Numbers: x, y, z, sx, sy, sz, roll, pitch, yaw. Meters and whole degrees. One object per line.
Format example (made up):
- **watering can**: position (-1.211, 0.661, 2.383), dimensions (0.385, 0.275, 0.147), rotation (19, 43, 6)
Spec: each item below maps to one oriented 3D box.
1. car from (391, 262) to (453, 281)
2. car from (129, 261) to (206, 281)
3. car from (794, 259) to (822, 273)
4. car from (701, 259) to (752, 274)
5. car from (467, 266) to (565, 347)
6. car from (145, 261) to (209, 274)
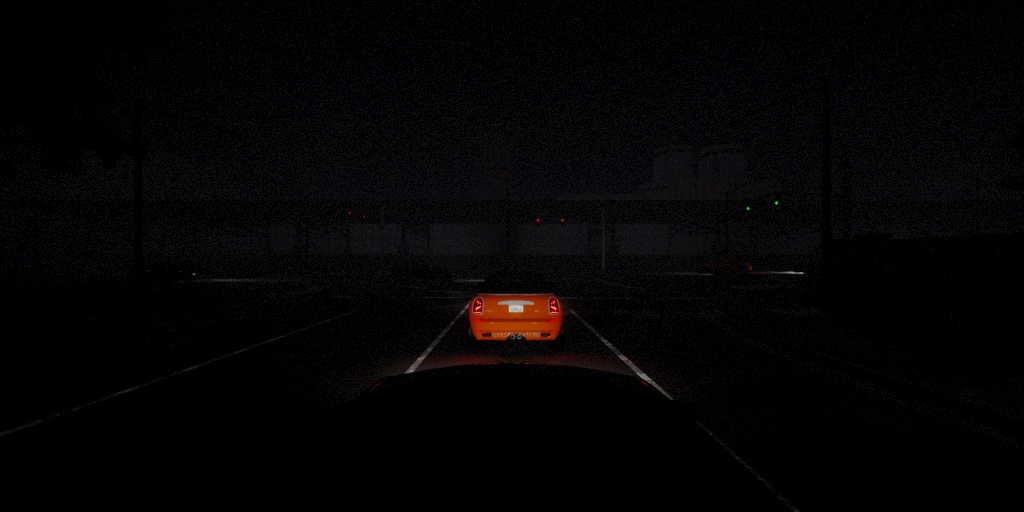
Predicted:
- **car**: position (-7.289, 1.238, 29.087), dimensions (4.902, 1.511, 2.128), rotation (0, 0, 1)
- **car**: position (-28.688, 1.242, 29.645), dimensions (4.902, 1.511, 2.128), rotation (0, 0, 2)
- **car**: position (33.134, 1.065, 38.768), dimensions (4.181, 1.385, 1.994), rotation (-1, 0, 1)
- **car**: position (23.224, 1.098, 39.022), dimensions (5.008, 1.535, 1.882), rotation (-1, 0, 1)
- **car**: position (0.083, 1.103, 9.490), dimensions (2.097, 1.767, 4.553), rotation (0, 0, 0)
- **car**: position (-37.832, 1.297, 40.561), dimensions (5.357, 1.411, 2.033), rotation (0, 0, 1)
